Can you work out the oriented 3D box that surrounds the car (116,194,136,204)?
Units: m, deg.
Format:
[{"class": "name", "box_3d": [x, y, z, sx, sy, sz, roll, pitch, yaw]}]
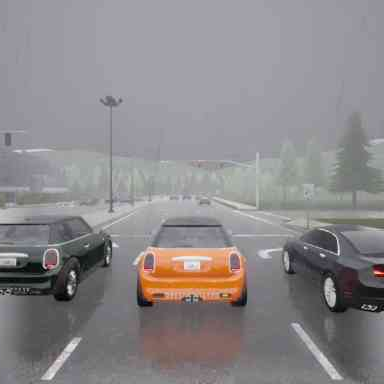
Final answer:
[{"class": "car", "box_3d": [-12.870, 1.563, 65.280, 1.994, 1.385, 4.181, 0, 0, 1]}]

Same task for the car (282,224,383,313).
[{"class": "car", "box_3d": [3.499, 1.505, 7.653, 1.837, 1.490, 4.892, 0, 0, 0]}]

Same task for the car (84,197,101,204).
[{"class": "car", "box_3d": [-19.842, 1.595, 66.441, 1.895, 1.301, 4.718, 0, 0, 0]}]

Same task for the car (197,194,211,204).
[{"class": "car", "box_3d": [2.166, 1.526, 57.241, 1.812, 1.442, 4.674, 0, 0, 0]}]

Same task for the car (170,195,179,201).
[{"class": "car", "box_3d": [-4.860, 1.495, 88.543, 1.837, 1.490, 4.892, 0, 0, 0]}]

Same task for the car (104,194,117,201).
[{"class": "car", "box_3d": [-19.854, 1.355, 81.342, 2.097, 1.767, 4.553, 0, 0, 0]}]

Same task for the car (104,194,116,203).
[{"class": "car", "box_3d": [-16.343, 1.600, 67.472, 1.895, 1.301, 4.718, 0, 0, 0]}]

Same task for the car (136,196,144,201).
[{"class": "car", "box_3d": [-12.853, 1.595, 80.108, 1.895, 1.301, 4.718, 0, 0, 0]}]

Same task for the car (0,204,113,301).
[{"class": "car", "box_3d": [-3.500, 1.352, 8.472, 2.097, 1.767, 4.553, 0, 0, 0]}]

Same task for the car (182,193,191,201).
[{"class": "car", "box_3d": [-1.360, 1.222, 88.282, 2.150, 2.045, 5.566, 0, 0, 0]}]

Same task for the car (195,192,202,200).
[{"class": "car", "box_3d": [2.140, 1.520, 88.619, 1.812, 1.442, 4.674, 0, 0, 0]}]

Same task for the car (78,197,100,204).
[{"class": "car", "box_3d": [-16.426, 1.564, 52.541, 1.994, 1.385, 4.181, 0, 0, 0]}]

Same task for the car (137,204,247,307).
[{"class": "car", "box_3d": [0.000, 1.352, 8.150, 2.097, 1.767, 4.553, 0, 0, 0]}]
